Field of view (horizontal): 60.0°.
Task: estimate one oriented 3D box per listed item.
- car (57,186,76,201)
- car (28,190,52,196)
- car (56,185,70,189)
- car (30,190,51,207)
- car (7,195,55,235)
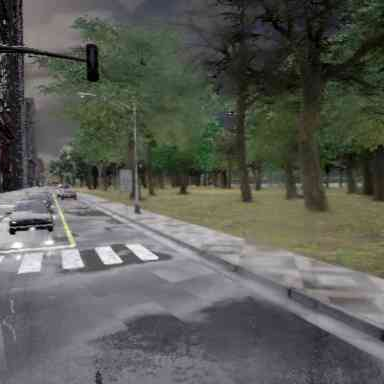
[{"bbox_3d":[-16.731,0.309,44.967,2.128,1.511,4.902,-2,2,-23],"label":"car"},{"bbox_3d":[-12.022,0.855,25.925,1.837,1.490,4.892,-2,2,-23],"label":"car"},{"bbox_3d":[-20.926,-0.196,54.463,2.150,2.045,5.566,-2,2,-23],"label":"car"},{"bbox_3d":[-16.111,0.610,35.496,1.837,1.490,4.892,-2,2,-23],"label":"car"},{"bbox_3d":[-8.048,1.138,16.608,2.033,1.411,5.357,-2,2,-27],"label":"car"}]
